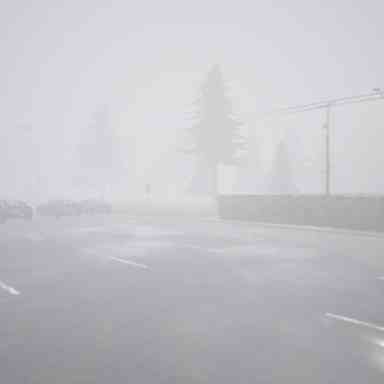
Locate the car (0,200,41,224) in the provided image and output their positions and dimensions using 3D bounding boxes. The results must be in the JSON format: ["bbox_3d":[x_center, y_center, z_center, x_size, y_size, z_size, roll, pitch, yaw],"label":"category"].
[{"bbox_3d":[-12.803,1.295,23.253,4.902,1.511,2.128,1,0,44],"label":"car"}]

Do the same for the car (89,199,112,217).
[{"bbox_3d":[-8.797,1.308,29.091,4.674,1.442,1.812,1,0,44],"label":"car"}]

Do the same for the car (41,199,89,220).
[{"bbox_3d":[-10.386,1.288,25.783,4.902,1.511,2.128,1,0,44],"label":"car"}]
